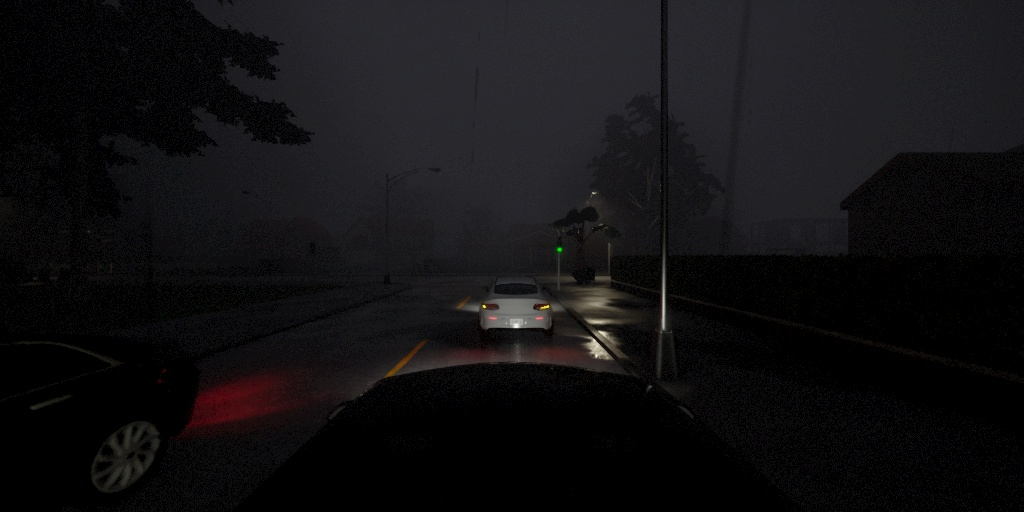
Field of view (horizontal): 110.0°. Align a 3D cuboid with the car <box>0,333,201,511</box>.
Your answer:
[{"bbox_3d":[-4.084,1.253,1.589,1.837,1.490,4.892,0,0,0],"label":"car"}]

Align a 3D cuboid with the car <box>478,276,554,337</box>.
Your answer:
[{"bbox_3d":[0.098,1.276,10.168,1.812,1.442,4.674,0,0,0],"label":"car"}]
